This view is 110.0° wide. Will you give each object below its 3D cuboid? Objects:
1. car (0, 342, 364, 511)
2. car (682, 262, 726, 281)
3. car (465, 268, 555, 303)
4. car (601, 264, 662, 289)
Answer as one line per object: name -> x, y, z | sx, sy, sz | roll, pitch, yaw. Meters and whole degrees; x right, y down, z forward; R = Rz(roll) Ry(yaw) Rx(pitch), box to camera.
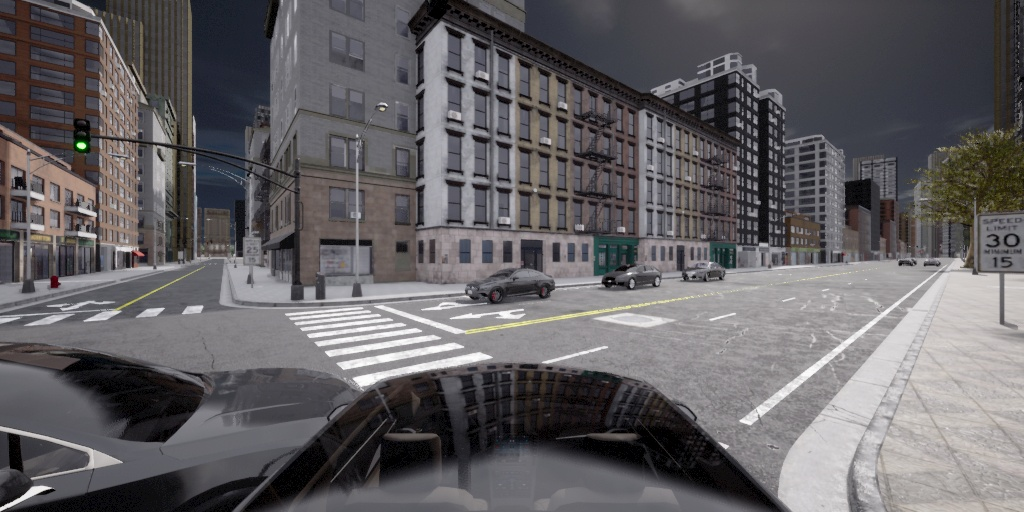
car -> -3.216, 1.257, 1.828 | 4.892, 1.490, 1.837 | 0, 0, -34
car -> 15.773, 1.237, 29.423 | 4.902, 1.511, 2.128 | 0, 0, -39
car -> 0.024, 1.287, 16.787 | 4.674, 1.442, 1.812 | 0, 0, -39
car -> 7.739, 1.259, 22.983 | 4.892, 1.490, 1.837 | 0, 0, -39
